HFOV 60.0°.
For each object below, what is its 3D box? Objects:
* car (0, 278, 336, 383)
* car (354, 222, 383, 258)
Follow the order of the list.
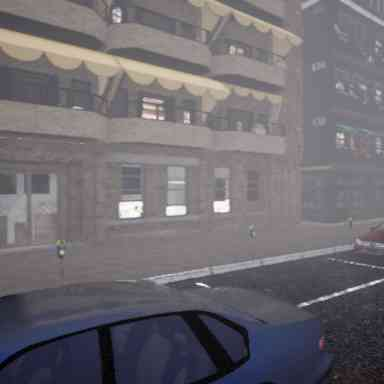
[{"bbox_3d":[-1.060,1.550,2.616,5.357,1.411,2.033,0,0,-36],"label":"car"},{"bbox_3d":[7.502,1.637,11.888,4.206,1.307,1.802,0,-1,-36],"label":"car"}]
